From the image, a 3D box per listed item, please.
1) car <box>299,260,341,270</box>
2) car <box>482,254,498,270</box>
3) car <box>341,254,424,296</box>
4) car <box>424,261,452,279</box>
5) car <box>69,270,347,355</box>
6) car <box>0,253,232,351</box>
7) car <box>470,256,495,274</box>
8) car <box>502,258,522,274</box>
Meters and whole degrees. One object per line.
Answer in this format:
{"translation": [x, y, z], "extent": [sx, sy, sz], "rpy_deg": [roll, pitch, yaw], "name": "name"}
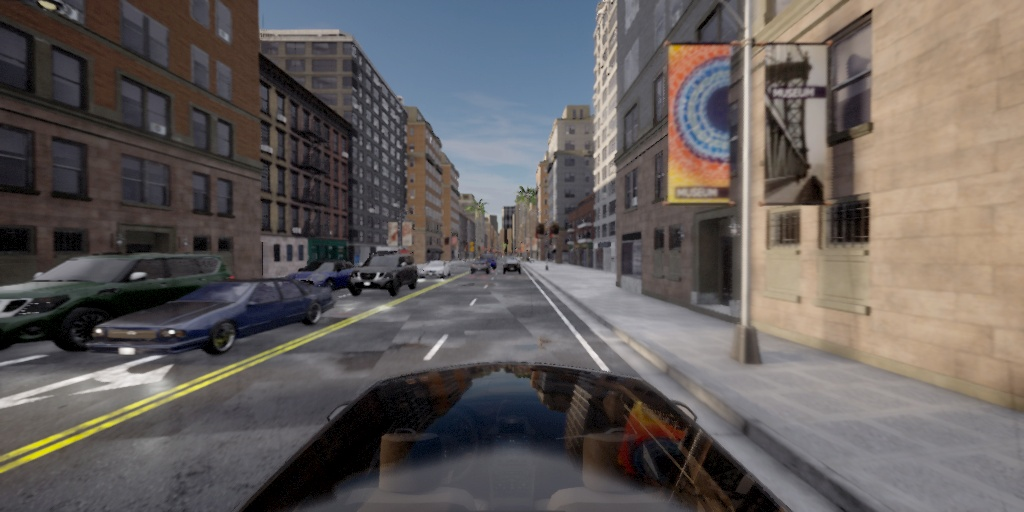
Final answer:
{"translation": [-9.838, 1.025, 18.848], "extent": [2.097, 1.767, 4.553], "rpy_deg": [0, 0, 0], "name": "car"}
{"translation": [-3.230, 0.776, 49.235], "extent": [2.150, 2.045, 5.566], "rpy_deg": [0, 1, 0], "name": "car"}
{"translation": [-6.599, 0.894, 19.094], "extent": [2.150, 2.045, 5.566], "rpy_deg": [0, 0, 0], "name": "car"}
{"translation": [-6.577, 1.147, 31.378], "extent": [1.812, 1.442, 4.674], "rpy_deg": [0, 1, 0], "name": "car"}
{"translation": [-6.568, 1.264, 8.926], "extent": [2.033, 1.411, 5.357], "rpy_deg": [0, 0, 4], "name": "car"}
{"translation": [-9.846, 0.937, 9.152], "extent": [2.150, 2.045, 5.566], "rpy_deg": [0, 0, -2], "name": "car"}
{"translation": [-3.241, 1.088, 37.708], "extent": [2.128, 1.511, 4.902], "rpy_deg": [0, 0, 0], "name": "car"}
{"translation": [0.012, 1.073, 37.880], "extent": [1.882, 1.535, 5.008], "rpy_deg": [0, 0, 0], "name": "car"}
